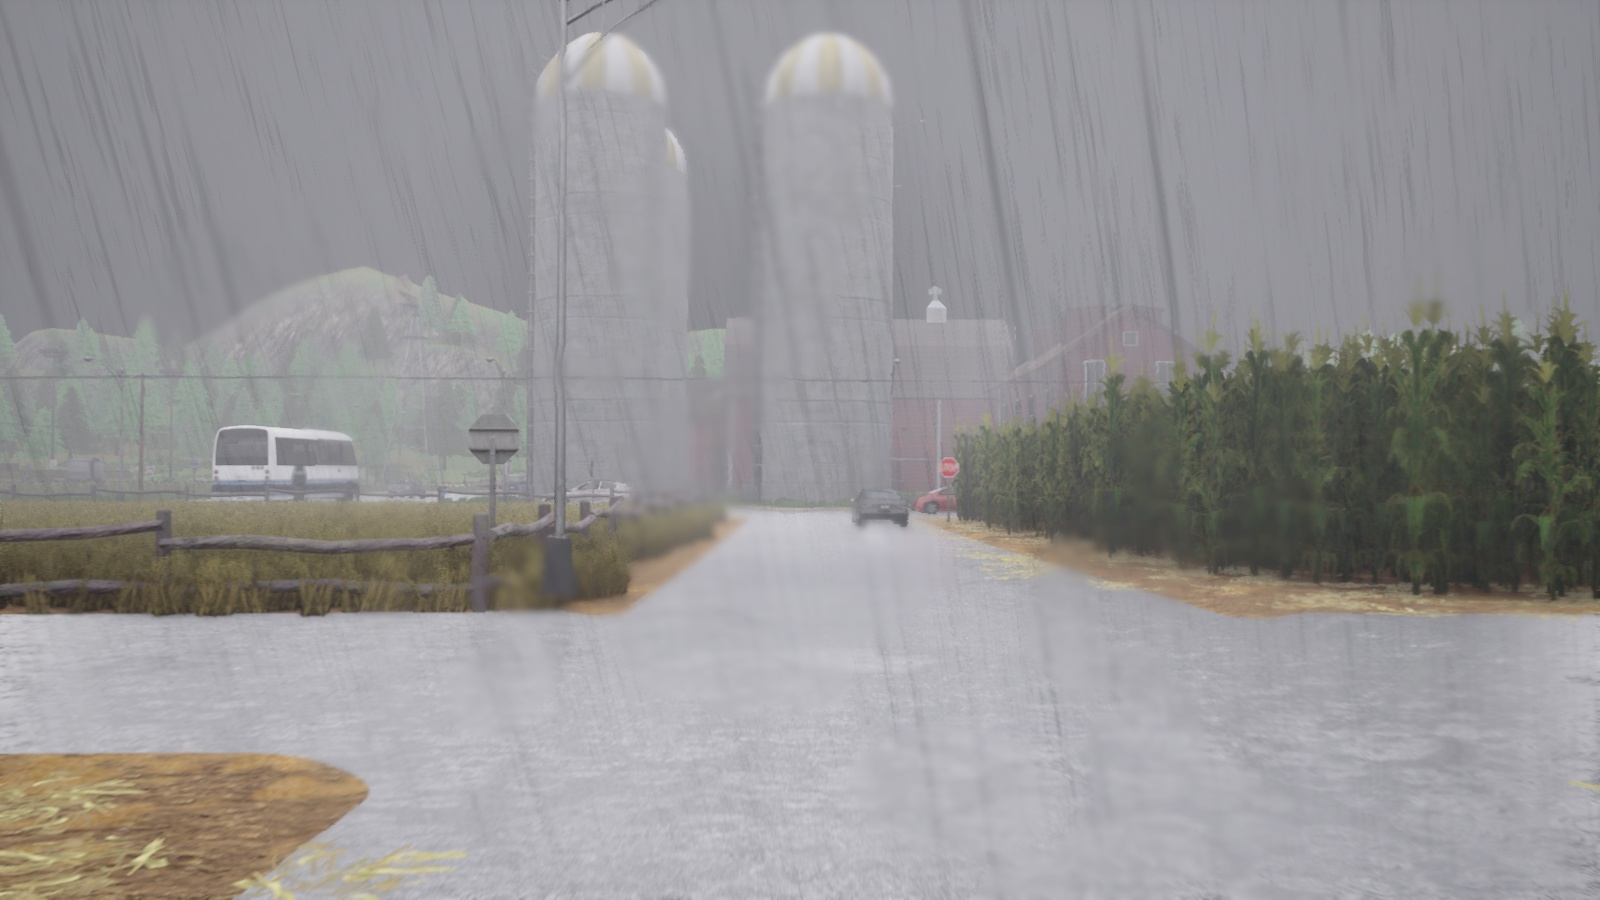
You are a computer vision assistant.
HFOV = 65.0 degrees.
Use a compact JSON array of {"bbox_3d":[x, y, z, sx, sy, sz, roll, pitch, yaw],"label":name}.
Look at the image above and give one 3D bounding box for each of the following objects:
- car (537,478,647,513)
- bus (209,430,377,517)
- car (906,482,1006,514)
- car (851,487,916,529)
[{"bbox_3d":[-10.173,2.230,61.708,5.027,1.651,2.152,0,-1,1],"label":"car"},{"bbox_3d":[-26.923,1.271,67.477,3.944,4.253,10.273,-1,-1,6],"label":"bus"},{"bbox_3d":[7.608,2.324,61.586,4.514,1.525,2.007,0,-1,-6],"label":"car"},{"bbox_3d":[2.993,2.101,46.210,2.033,1.411,5.357,0,-1,0],"label":"car"}]
